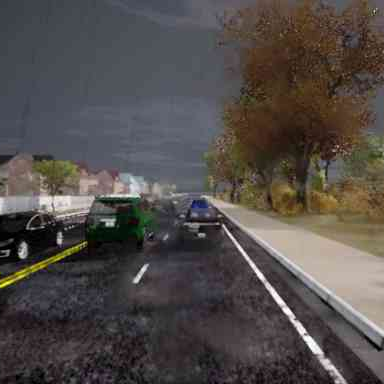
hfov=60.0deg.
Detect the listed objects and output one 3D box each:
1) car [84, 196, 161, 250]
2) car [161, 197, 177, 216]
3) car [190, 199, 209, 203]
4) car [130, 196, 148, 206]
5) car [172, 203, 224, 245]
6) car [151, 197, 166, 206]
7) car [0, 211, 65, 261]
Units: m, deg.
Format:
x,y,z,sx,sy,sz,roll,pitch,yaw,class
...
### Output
x,y,z,sx,sy,sz,roll,pitch,yaw,class
-2.844,1.220,14.376,2.150,2.045,5.566,0,0,1,car
-2.537,1.493,32.355,2.128,1.511,4.902,0,0,1,car
0.741,1.480,34.028,1.882,1.535,5.008,0,0,1,car
-8.799,1.503,55.636,2.128,1.511,4.902,0,0,1,car
0.428,1.491,15.636,2.128,1.511,4.902,0,0,1,car
-5.544,1.575,55.806,1.994,1.385,4.181,0,0,1,car
-6.330,1.503,12.261,1.837,1.490,4.892,0,0,1,car
